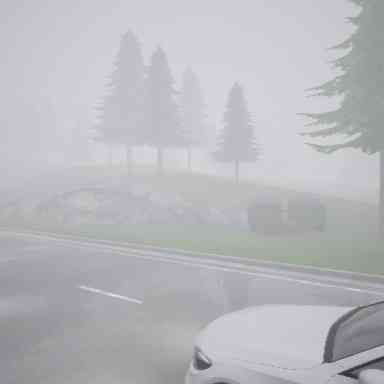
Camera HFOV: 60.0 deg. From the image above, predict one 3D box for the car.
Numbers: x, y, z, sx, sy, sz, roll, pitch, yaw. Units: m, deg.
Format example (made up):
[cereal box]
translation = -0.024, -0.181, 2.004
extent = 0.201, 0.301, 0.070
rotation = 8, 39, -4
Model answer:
[car]
translation = 2.118, 1.526, 2.482
extent = 4.674, 1.442, 1.812
rotation = 0, 0, 35
